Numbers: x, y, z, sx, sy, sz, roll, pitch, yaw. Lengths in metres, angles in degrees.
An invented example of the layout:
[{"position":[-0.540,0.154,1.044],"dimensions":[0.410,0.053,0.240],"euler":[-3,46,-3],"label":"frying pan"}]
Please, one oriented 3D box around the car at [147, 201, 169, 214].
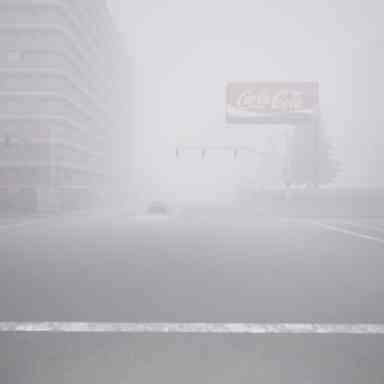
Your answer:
[{"position":[-3.532,1.590,34.807],"dimensions":[1.895,1.301,4.718],"euler":[0,0,0],"label":"car"}]
